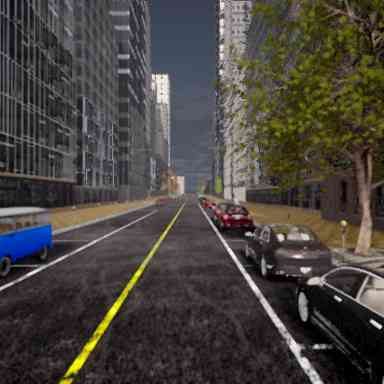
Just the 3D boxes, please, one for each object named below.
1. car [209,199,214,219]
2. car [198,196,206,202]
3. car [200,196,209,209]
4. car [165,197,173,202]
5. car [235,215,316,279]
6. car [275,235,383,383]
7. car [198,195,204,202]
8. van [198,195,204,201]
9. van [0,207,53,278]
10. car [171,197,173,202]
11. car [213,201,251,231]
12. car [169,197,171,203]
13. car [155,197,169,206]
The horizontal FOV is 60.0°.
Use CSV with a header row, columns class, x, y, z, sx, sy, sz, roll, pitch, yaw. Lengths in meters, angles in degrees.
class,x,y,z,sx,sy,sz,roll,pitch,yaw
car,2.661,1.553,27.081,1.967,1.590,4.097,0,0,0
car,2.594,1.866,89.696,1.947,1.339,4.313,0,0,0
car,2.637,1.738,49.851,1.887,1.381,4.507,0,0,0
car,-5.781,1.854,84.003,1.947,1.339,4.313,0,0,0
car,2.680,1.597,10.004,2.008,1.369,4.403,0,0,0
car,2.686,1.572,4.311,2.008,1.369,4.403,0,0,0
car,2.618,1.809,66.928,1.947,1.339,4.313,0,0,0
van,2.588,1.653,95.391,1.690,1.788,3.998,0,0,0
van,-5.700,1.389,9.999,1.690,1.788,3.998,0,0,0
car,-5.775,1.819,78.311,1.887,1.381,4.507,0,0,0
car,2.668,1.531,21.389,1.967,1.590,4.097,0,0,0
car,-5.762,1.827,66.926,1.802,1.307,4.206,0,0,0
car,-5.756,1.774,61.233,1.887,1.381,4.507,0,0,0
